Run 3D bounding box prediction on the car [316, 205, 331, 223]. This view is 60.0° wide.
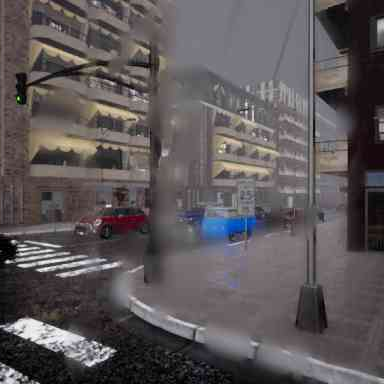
[{"bbox_3d":[11.743,2.233,32.409,2.008,1.369,4.403,-1,-2,35],"label":"car"}]

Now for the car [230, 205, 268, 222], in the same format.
[{"bbox_3d":[5.933,2.140,34.136,1.837,1.490,4.892,0,-1,35],"label":"car"}]

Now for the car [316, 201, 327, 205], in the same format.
[{"bbox_3d":[24.175,2.889,64.287,1.802,1.307,4.206,-1,-2,35],"label":"car"}]

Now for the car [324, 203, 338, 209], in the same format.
[{"bbox_3d":[30.597,3.064,73.315,1.887,1.381,4.507,-1,-2,35],"label":"car"}]

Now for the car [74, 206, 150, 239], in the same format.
[{"bbox_3d":[-4.530,1.639,19.396,2.097,1.767,4.553,0,-1,35],"label":"car"}]

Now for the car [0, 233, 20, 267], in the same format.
[{"bbox_3d":[-7.617,1.595,9.578,2.128,1.511,4.902,0,-1,35],"label":"car"}]

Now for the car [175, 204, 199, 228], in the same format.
[{"bbox_3d":[0.610,1.985,26.659,1.812,1.442,4.674,0,-1,36],"label":"car"}]

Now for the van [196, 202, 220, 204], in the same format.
[{"bbox_3d":[1.699,1.903,32.695,1.690,1.788,3.998,-1,-2,35],"label":"van"}]

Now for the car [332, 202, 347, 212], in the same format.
[{"bbox_3d":[25.948,2.723,56.769,1.837,1.490,4.892,0,-1,36],"label":"car"}]

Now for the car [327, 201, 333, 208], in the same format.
[{"bbox_3d":[27.385,2.728,68.807,2.192,1.841,5.009,-1,-2,35],"label":"car"}]

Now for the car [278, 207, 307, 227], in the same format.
[{"bbox_3d":[8.532,2.158,27.893,1.802,1.307,4.206,-1,-2,35],"label":"car"}]

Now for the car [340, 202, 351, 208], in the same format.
[{"bbox_3d":[40.132,3.375,86.722,1.752,1.417,4.829,-1,-2,35],"label":"car"}]

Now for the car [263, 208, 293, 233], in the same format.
[{"bbox_3d":[5.322,2.035,23.380,1.947,1.339,4.313,-1,-2,35],"label":"car"}]

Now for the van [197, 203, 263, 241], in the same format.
[{"bbox_3d":[2.248,1.704,18.773,1.690,1.788,3.998,-1,-2,35],"label":"van"}]
